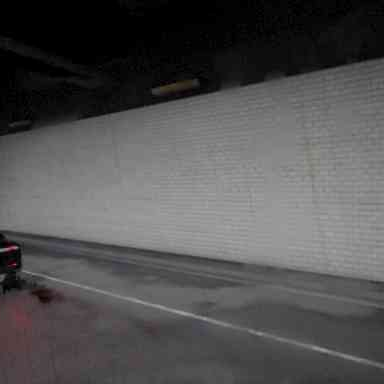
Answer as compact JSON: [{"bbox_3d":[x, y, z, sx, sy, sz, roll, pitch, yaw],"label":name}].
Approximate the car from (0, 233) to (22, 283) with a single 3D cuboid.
[{"bbox_3d":[-6.246,1.493,8.448,4.902,1.511,2.128,0,0,35],"label":"car"}]
